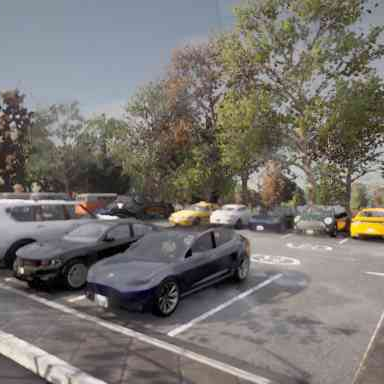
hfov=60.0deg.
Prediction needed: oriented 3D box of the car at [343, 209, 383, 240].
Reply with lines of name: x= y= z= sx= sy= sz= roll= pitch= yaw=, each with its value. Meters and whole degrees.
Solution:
car: x=9.569 y=1.589 z=17.132 sx=2.097 sy=1.535 sz=5.008 roll=1 pitch=0 yaw=36

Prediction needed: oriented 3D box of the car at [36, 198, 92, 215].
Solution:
car: x=-12.725 y=1.399 z=33.353 sx=2.163 sy=1.488 sz=4.792 roll=0 pitch=0 yaw=36

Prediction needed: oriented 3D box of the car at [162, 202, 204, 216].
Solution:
car: x=0.595 y=1.491 z=23.421 sx=1.946 sy=1.575 sz=5.366 roll=1 pitch=0 yaw=36

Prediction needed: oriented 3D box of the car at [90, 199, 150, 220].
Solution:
car: x=-6.037 y=1.451 z=28.429 sx=2.163 sy=1.488 sz=4.792 roll=1 pitch=0 yaw=36

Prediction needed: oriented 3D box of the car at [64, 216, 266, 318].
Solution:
car: x=-0.271 y=1.603 z=8.081 sx=2.163 sy=1.488 sz=4.792 roll=1 pitch=0 yaw=36

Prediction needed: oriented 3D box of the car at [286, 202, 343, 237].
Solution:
car: x=7.348 y=1.439 z=18.788 sx=2.185 sy=1.767 sz=4.553 roll=1 pitch=0 yaw=36

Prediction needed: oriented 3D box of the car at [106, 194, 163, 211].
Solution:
car: x=-3.761 y=1.194 z=26.847 sx=2.435 sy=2.045 sz=5.566 roll=1 pitch=0 yaw=36

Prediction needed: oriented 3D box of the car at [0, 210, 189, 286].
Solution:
car: x=-2.497 y=1.549 z=9.740 sx=2.097 sy=1.535 sz=5.008 roll=1 pitch=0 yaw=36

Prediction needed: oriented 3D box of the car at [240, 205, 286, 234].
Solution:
car: x=5.170 y=1.571 z=20.294 sx=2.163 sy=1.488 sz=4.792 roll=1 pitch=0 yaw=36

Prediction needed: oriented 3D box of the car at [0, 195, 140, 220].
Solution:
car: x=-4.729 y=1.274 z=11.387 sx=2.435 sy=2.045 sz=5.566 roll=1 pitch=0 yaw=36

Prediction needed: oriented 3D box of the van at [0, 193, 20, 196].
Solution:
van: x=-19.397 y=1.134 z=38.303 sx=1.878 sy=1.987 sz=4.442 roll=0 pitch=0 yaw=36

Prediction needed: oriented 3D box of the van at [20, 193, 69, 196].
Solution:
van: x=-15.032 y=1.137 z=34.857 sx=1.878 sy=1.987 sz=4.442 roll=0 pitch=0 yaw=36

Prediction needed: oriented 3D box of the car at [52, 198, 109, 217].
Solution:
car: x=-10.589 y=1.410 z=31.802 sx=2.163 sy=1.488 sz=4.792 roll=0 pitch=0 yaw=36

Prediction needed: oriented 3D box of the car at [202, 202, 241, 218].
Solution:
car: x=2.944 y=1.558 z=21.942 sx=2.002 sy=1.452 sz=4.674 roll=1 pitch=0 yaw=36
